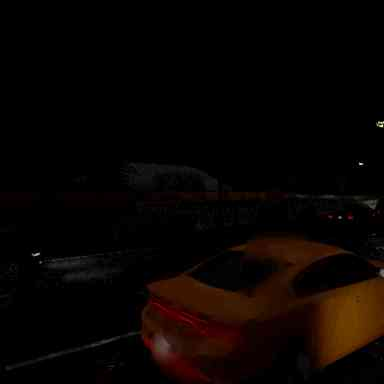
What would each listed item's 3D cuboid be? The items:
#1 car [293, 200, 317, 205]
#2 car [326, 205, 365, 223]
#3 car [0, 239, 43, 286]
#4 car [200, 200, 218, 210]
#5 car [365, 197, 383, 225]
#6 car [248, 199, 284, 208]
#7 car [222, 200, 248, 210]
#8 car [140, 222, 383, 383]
[{"bbox_3d":[13.681,1.642,40.144,1.994,1.385,4.181,0,0,42],"label":"car"},{"bbox_3d":[10.695,1.575,21.671,5.357,1.411,2.033,0,0,-43],"label":"car"},{"bbox_3d":[-6.236,1.563,7.962,4.892,1.490,1.837,0,0,-35],"label":"car"},{"bbox_3d":[3.292,1.740,44.307,1.895,1.301,4.718,0,0,43],"label":"car"},{"bbox_3d":[11.466,1.233,17.533,5.566,2.045,2.150,0,0,-42],"label":"car"},{"bbox_3d":[9.420,1.589,40.664,2.128,1.511,4.902,0,0,43],"label":"car"},{"bbox_3d":[6.351,1.666,42.441,2.033,1.411,5.357,0,0,43],"label":"car"},{"bbox_3d":[1.666,1.489,5.072,5.008,1.535,1.882,0,0,-37],"label":"car"}]
